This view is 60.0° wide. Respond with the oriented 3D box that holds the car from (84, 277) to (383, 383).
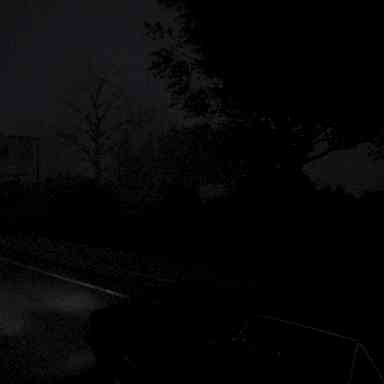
[{"bbox_3d":[1.038,1.609,3.351,4.718,1.301,1.895,0,0,36],"label":"car"}]
